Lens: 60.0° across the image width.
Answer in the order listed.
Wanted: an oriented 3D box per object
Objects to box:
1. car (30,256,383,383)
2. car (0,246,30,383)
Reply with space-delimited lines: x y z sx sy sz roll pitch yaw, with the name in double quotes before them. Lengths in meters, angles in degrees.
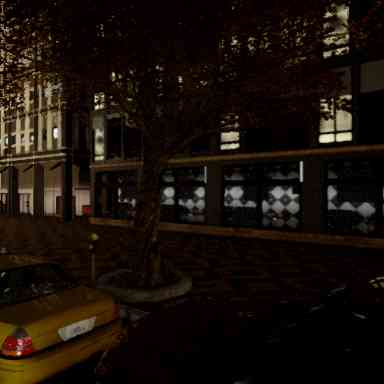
"car" 1.568 1.315 1.755 5.009 1.841 2.192 0 0 36
"car" -3.184 1.527 5.146 4.829 1.417 1.752 0 0 36
